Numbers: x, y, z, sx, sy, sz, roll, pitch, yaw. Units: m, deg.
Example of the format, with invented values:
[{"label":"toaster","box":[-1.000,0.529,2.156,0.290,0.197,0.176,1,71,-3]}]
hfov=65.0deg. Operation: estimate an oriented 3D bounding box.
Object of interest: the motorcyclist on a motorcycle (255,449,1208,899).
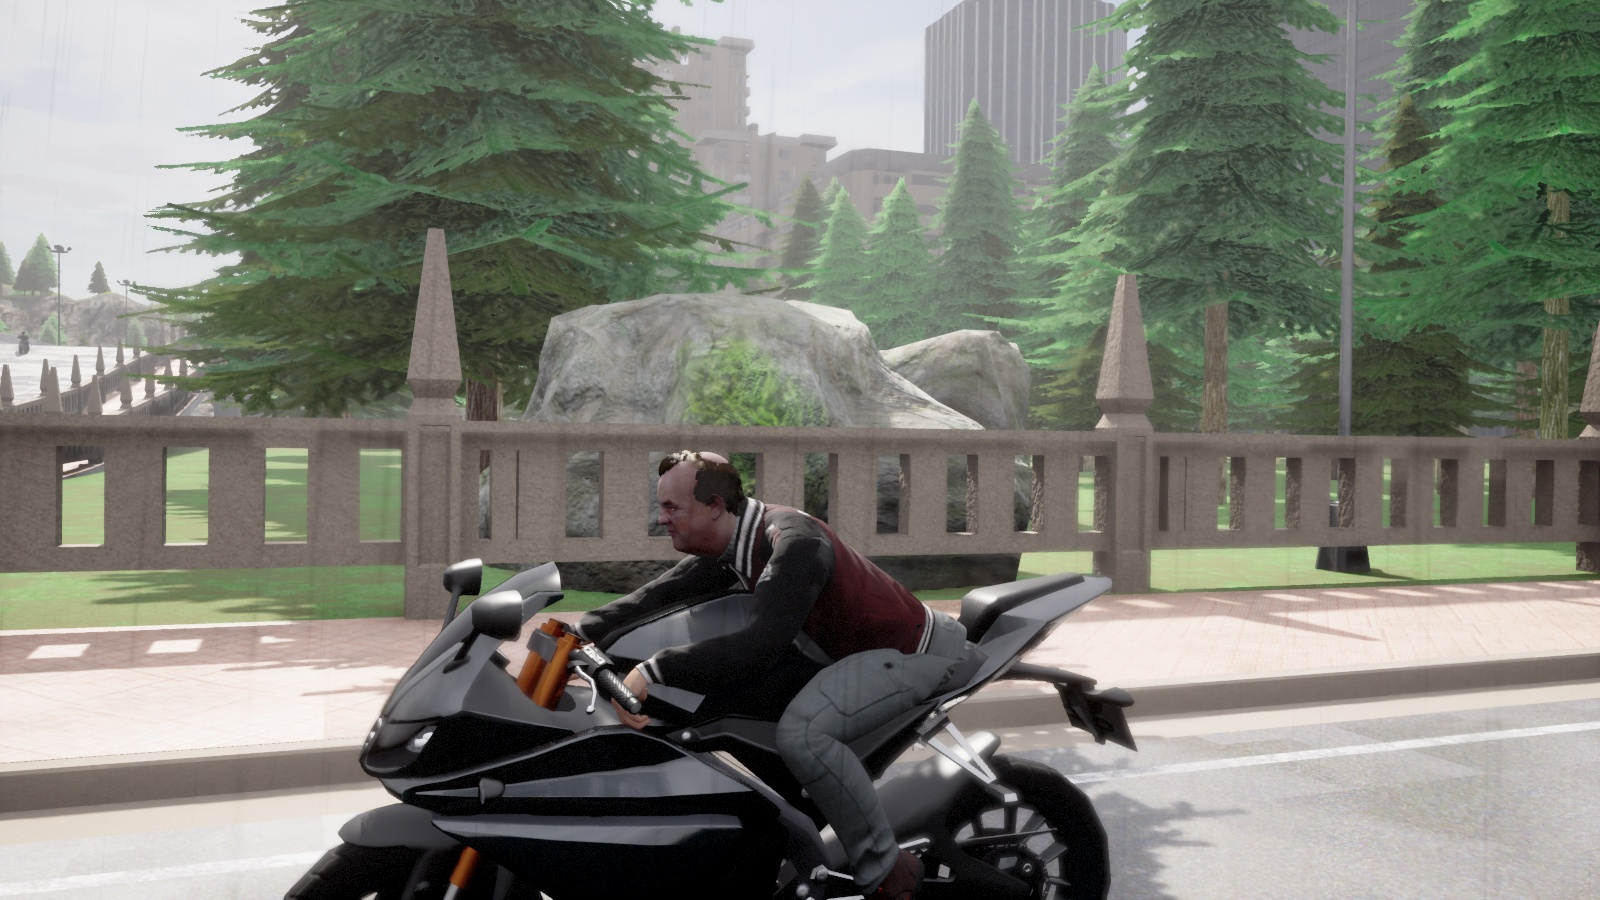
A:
[{"label":"motorcyclist on a motorcycle","box":[-0.153,0.783,3.181,2.191,1.530,0.866,-1,1,-21]}]
